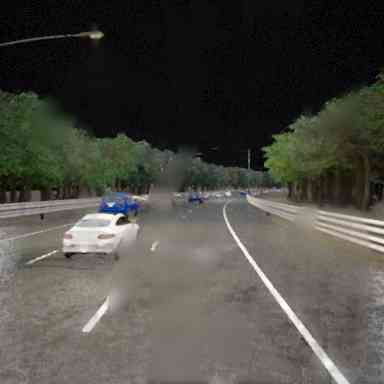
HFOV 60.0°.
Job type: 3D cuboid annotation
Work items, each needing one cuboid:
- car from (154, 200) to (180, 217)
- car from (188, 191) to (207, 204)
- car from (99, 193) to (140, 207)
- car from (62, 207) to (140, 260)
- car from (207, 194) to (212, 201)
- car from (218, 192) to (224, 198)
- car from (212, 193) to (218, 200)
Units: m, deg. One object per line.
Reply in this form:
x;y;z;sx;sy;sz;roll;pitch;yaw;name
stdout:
-2.214;1.391;29.525;1.812;1.442;4.674;0;0;4;car
0.717;0.907;57.351;2.150;2.045;5.566;0;0;8;car
-5.885;1.095;27.463;2.150;2.045;5.566;0;0;4;car
-3.152;1.482;12.222;1.812;1.442;4.674;0;0;2;car
2.425;1.212;68.076;1.895;1.301;4.718;0;1;10;car
6.697;0.975;89.364;1.895;1.301;4.718;0;1;13;car
4.418;1.103;78.747;1.895;1.301;4.718;0;1;11;car
